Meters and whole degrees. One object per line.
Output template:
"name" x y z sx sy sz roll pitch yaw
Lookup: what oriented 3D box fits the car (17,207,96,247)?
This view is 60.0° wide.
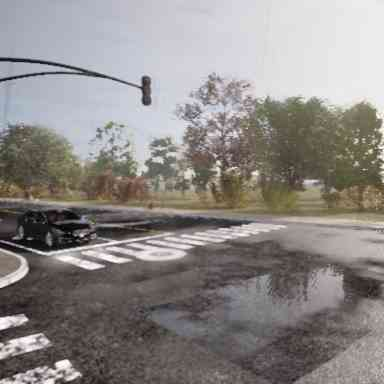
"car" -6.250 1.486 15.076 4.892 1.490 1.837 1 2 42
